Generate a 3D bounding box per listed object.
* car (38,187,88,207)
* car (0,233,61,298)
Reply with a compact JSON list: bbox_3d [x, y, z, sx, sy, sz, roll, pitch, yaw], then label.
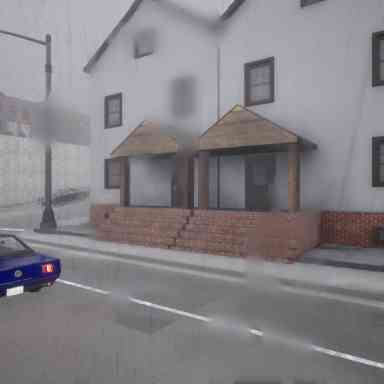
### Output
[{"bbox_3d":[-12.412,0.418,32.143,2.128,1.511,4.902,0,9,35],"label":"car"},{"bbox_3d":[-5.160,1.601,7.646,4.718,1.301,1.895,0,0,36],"label":"car"}]
